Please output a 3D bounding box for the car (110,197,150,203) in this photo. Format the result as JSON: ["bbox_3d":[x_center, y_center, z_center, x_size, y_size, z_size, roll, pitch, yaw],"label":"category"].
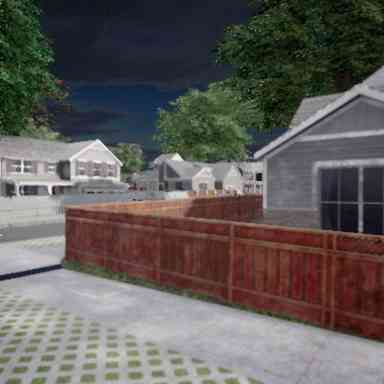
[{"bbox_3d":[-4.747,1.120,24.325,2.128,1.511,4.902,0,1,35],"label":"car"}]

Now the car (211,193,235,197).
[{"bbox_3d":[3.249,0.854,35.735,1.882,1.535,5.008,0,1,35],"label":"car"}]
